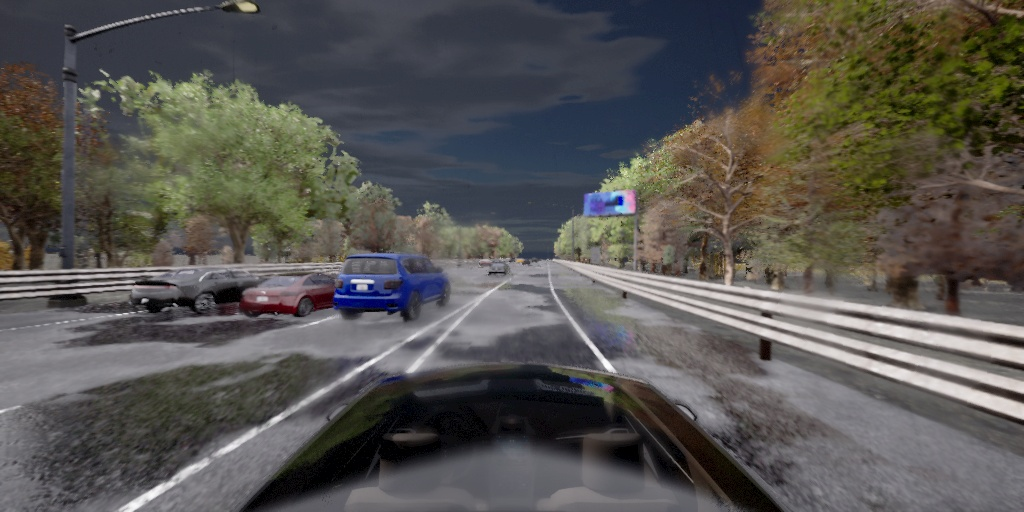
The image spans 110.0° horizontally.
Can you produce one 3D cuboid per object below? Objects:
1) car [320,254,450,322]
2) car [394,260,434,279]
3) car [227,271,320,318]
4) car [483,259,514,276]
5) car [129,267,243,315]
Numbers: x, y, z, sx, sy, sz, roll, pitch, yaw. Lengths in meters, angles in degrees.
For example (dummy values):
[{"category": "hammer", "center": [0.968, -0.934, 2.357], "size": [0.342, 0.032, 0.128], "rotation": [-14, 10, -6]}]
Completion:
[{"category": "car", "center": [-3.807, 0.955, 12.403], "size": [2.150, 2.045, 5.566], "rotation": [0, 0, 6]}, {"category": "car", "center": [-8.839, 1.207, 32.745], "size": [1.882, 1.535, 5.008], "rotation": [1, 0, 6]}, {"category": "car", "center": [-7.287, 1.266, 12.755], "size": [1.994, 1.385, 4.181], "rotation": [1, 0, 6]}, {"category": "car", "center": [-1.294, 1.355, 37.911], "size": [2.033, 1.411, 5.357], "rotation": [1, 0, 6]}, {"category": "car", "center": [-10.763, 1.162, 13.165], "size": [2.128, 1.511, 4.902], "rotation": [1, 0, 6]}]
